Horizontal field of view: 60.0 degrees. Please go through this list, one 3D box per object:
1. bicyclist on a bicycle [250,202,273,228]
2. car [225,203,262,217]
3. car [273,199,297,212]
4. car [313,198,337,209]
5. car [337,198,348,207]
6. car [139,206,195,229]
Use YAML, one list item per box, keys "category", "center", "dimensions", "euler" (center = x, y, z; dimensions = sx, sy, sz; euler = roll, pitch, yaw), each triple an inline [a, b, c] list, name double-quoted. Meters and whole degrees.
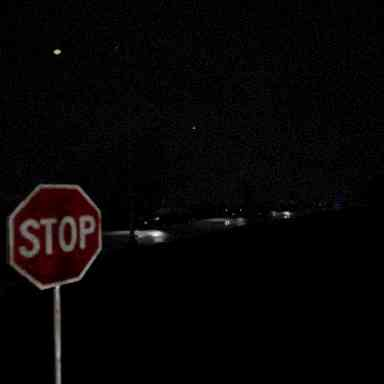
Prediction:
- category: "bicyclist on a bicycle"
  center: [4.340, 1.454, 20.977]
  dimensions: [1.656, 1.620, 0.582]
  euler: [-1, -1, 35]
- category: "car"
  center: [5.068, 1.740, 32.365]
  dimensions: [1.895, 1.301, 4.718]
  euler: [-2, -1, 35]
- category: "car"
  center: [11.739, 1.671, 41.778]
  dimensions: [1.812, 1.442, 4.674]
  euler: [-2, -1, 35]
- category: "car"
  center: [18.107, 1.648, 45.748]
  dimensions: [1.994, 1.385, 4.181]
  euler: [-2, -1, 35]
- category: "car"
  center: [23.822, 1.628, 53.859]
  dimensions: [1.882, 1.535, 5.008]
  euler: [-2, -2, 35]
- category: "car"
  center: [-1.592, 1.687, 22.943]
  dimensions: [1.812, 1.442, 4.674]
  euler: [-2, -1, 35]
